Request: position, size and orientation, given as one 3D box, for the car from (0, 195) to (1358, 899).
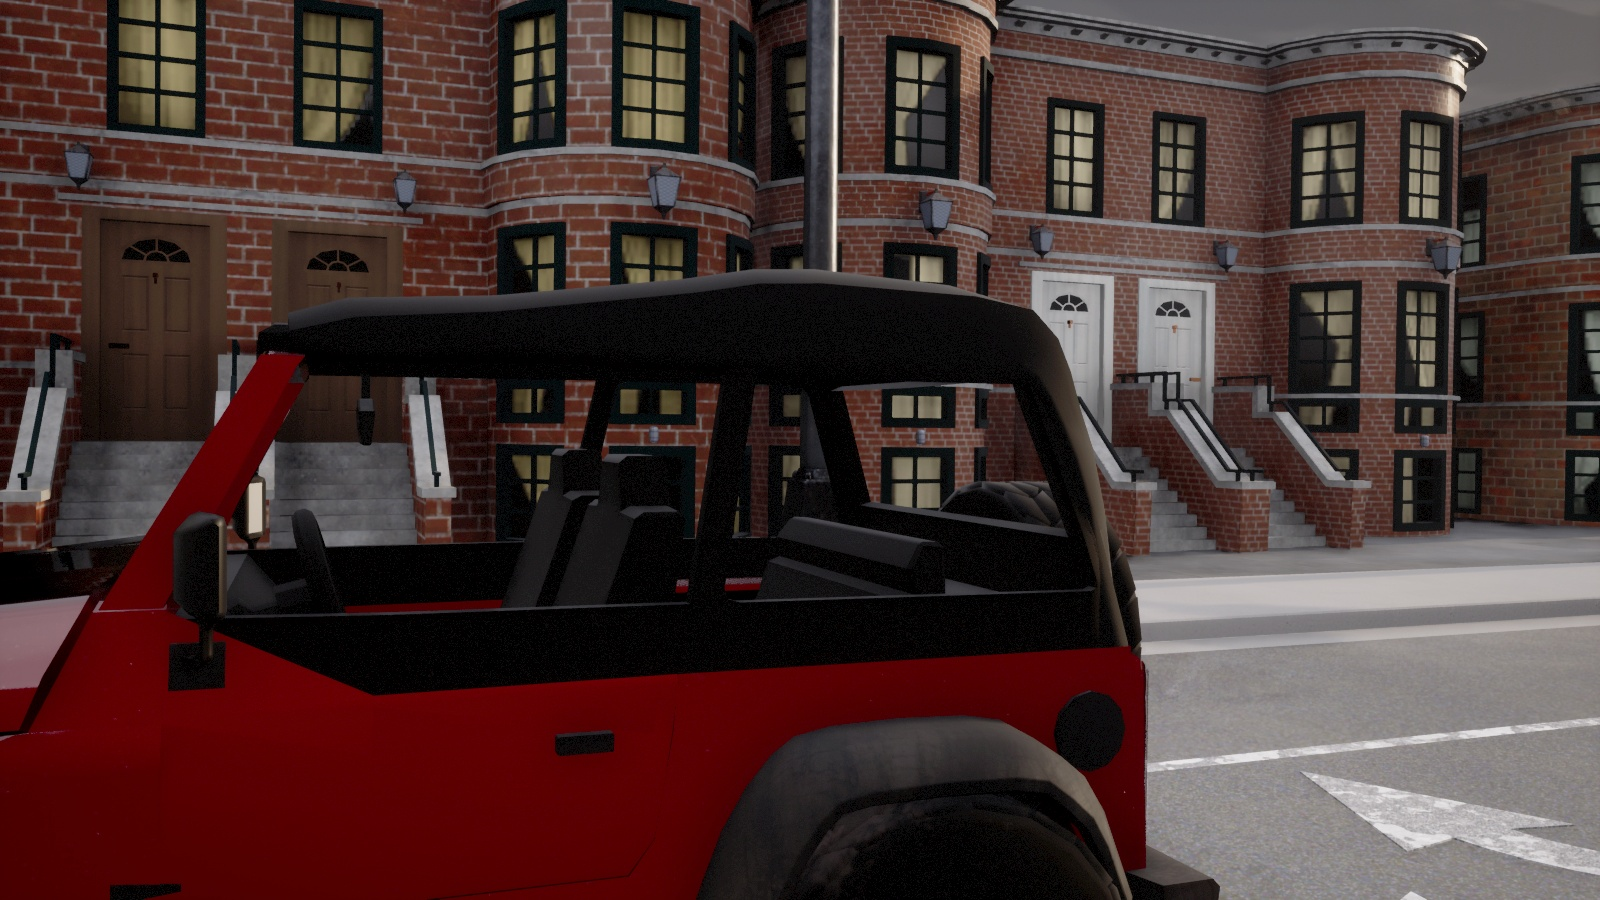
[{"bbox_3d":[-0.955,0.557,2.881,3.866,1.878,1.905,-1,1,-21],"label":"car"}]
